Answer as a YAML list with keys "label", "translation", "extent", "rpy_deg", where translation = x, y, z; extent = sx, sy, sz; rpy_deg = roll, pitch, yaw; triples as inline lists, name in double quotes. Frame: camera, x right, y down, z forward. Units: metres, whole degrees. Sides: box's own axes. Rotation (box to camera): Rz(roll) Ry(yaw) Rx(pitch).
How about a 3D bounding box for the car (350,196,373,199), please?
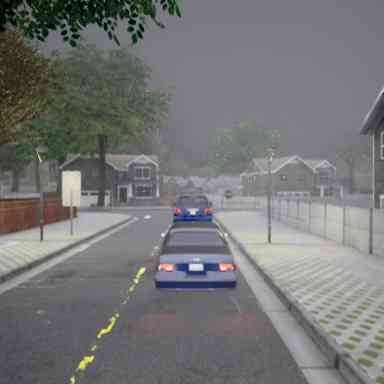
- label: "car"
  translation: [20.999, 1.263, 42.007]
  extent: [4.553, 1.767, 2.097]
  rpy_deg: [0, 0, -15]

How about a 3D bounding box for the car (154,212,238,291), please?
- label: "car"
  translation: [0.075, 1.507, 9.013]
  extent: [2.033, 1.411, 5.357]
  rpy_deg: [0, 0, 0]

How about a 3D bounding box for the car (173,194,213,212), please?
- label: "car"
  translation: [0.045, 1.135, 19.667]
  extent: [2.150, 2.045, 5.566]
  rpy_deg: [0, 0, 0]
